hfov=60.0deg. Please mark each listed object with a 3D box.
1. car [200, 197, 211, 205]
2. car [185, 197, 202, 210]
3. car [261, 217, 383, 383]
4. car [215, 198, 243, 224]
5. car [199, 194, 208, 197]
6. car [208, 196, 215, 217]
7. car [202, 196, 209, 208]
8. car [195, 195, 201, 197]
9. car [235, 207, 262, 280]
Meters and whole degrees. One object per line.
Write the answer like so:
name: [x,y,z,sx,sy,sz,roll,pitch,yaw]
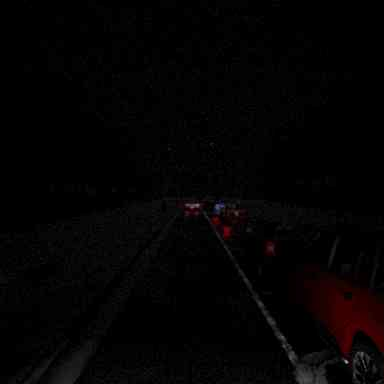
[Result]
car: [2.629,1.658,63.982,1.947,1.339,4.313,-1,0,0]
car: [0.022,1.648,43.021,1.895,1.301,4.718,0,0,1]
car: [2.628,1.315,4.556,2.192,1.841,5.009,-1,0,0]
car: [3.025,1.471,25.141,1.801,1.575,5.366,0,0,0]
car: [2.628,1.518,58.580,1.967,1.590,4.097,-1,0,0]
car: [2.988,1.379,31.922,2.097,1.767,4.553,0,0,0]
car: [2.630,1.634,47.775,1.802,1.307,4.206,-1,0,0]
car: [0.006,1.631,52.949,1.994,1.385,4.181,0,0,0]
car: [2.629,1.442,9.958,1.967,1.590,4.097,-1,0,0]
